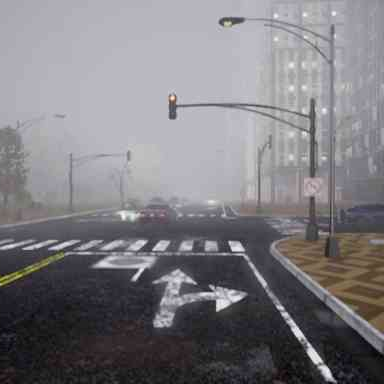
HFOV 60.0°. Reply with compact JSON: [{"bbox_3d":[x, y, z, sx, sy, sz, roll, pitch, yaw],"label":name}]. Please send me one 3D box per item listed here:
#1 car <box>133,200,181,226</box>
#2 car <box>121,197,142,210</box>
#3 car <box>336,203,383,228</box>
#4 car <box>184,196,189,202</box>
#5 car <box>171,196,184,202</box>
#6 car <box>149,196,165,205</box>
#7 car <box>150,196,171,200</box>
[{"bbox_3d":[-2.271,1.497,23.023,2.033,1.411,5.357,0,0,4],"label":"car"},{"bbox_3d":[-7.511,1.446,41.936,2.128,1.511,4.902,0,0,5],"label":"car"},{"bbox_3d":[11.323,1.384,20.362,4.674,1.442,1.812,0,0,5],"label":"car"},{"bbox_3d":[-1.667,1.522,72.728,1.895,1.301,4.718,0,0,5],"label":"car"},{"bbox_3d":[-2.990,1.452,57.341,1.837,1.490,4.892,0,0,5],"label":"car"},{"bbox_3d":[-6.132,1.450,58.745,1.837,1.490,4.892,0,0,5],"label":"car"},{"bbox_3d":[-4.272,1.460,41.667,1.837,1.490,4.892,0,0,5],"label":"car"}]
